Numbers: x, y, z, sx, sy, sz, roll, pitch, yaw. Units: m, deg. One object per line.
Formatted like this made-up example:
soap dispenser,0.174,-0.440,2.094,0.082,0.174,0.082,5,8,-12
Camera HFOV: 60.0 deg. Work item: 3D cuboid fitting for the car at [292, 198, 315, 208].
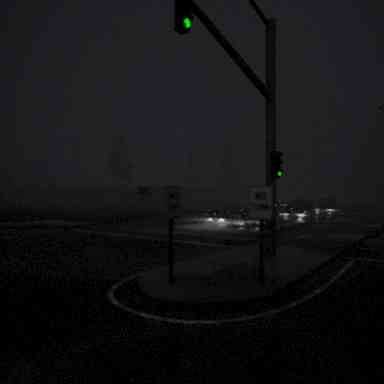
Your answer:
car,16.468,1.598,48.839,1.895,1.301,4.718,0,0,36

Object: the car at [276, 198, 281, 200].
car,9.564,1.490,39.384,2.128,1.511,4.902,0,0,36

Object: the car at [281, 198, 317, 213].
car,11.777,1.503,36.489,1.837,1.490,4.892,0,0,36

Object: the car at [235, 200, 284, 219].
car,5.872,1.600,28.395,1.895,1.301,4.718,0,0,36

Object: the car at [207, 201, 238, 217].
car,3.534,1.546,31.126,2.033,1.411,5.357,0,0,36

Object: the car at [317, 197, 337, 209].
car,18.566,1.503,45.779,1.837,1.490,4.892,0,0,36
